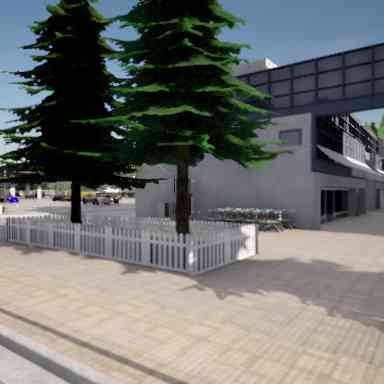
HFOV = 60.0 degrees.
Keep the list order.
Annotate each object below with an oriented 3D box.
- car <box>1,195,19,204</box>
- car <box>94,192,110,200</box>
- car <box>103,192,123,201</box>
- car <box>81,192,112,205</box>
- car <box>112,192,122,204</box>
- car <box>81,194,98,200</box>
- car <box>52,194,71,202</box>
[{"bbox_3d":[-31.838,1.223,58.032,3.633,1.501,1.845,0,0,36],"label":"car"},{"bbox_3d":[-22.439,0.970,83.024,3.866,1.878,1.905,0,0,36],"label":"car"},{"bbox_3d":[-18.013,1.003,75.735,4.605,1.855,1.932,0,0,36],"label":"car"},{"bbox_3d":[-14.717,1.031,50.031,4.605,1.855,1.932,0,0,36],"label":"car"},{"bbox_3d":[-13.340,1.010,52.622,3.866,1.878,1.905,0,0,36],"label":"car"},{"bbox_3d":[-24.890,1.253,80.696,3.806,1.475,1.970,0,0,36],"label":"car"},{"bbox_3d":[-25.921,1.202,66.085,4.514,1.523,2.007,0,0,36],"label":"car"}]
